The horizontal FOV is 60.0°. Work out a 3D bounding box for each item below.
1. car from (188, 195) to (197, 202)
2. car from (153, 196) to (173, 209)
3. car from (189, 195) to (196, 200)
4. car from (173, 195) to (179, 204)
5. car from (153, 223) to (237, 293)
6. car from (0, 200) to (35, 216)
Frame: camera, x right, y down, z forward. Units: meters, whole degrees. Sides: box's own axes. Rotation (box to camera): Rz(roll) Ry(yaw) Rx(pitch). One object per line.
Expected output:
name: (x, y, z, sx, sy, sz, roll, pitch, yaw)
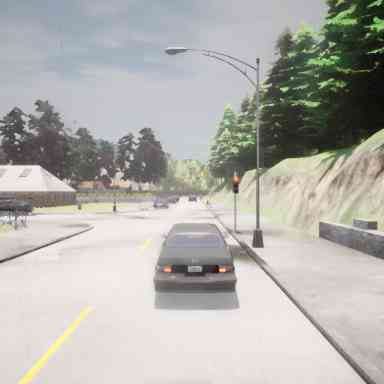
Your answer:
car: (0.137, 1.516, 75.751, 2.128, 1.511, 4.902, 0, 0, 0)
car: (-4.019, 1.491, 43.944, 2.128, 1.511, 4.902, 0, 0, 0)
car: (0.156, 1.408, 86.111, 1.812, 1.442, 4.674, 0, 0, 0)
car: (-3.962, 1.563, 61.026, 1.994, 1.385, 4.181, 0, 0, 0)
car: (0.075, 1.547, 8.997, 2.033, 1.411, 5.357, 0, 0, 0)
car: (-17.577, 1.505, 31.561, 4.892, 1.490, 1.837, 0, 0, 0)
